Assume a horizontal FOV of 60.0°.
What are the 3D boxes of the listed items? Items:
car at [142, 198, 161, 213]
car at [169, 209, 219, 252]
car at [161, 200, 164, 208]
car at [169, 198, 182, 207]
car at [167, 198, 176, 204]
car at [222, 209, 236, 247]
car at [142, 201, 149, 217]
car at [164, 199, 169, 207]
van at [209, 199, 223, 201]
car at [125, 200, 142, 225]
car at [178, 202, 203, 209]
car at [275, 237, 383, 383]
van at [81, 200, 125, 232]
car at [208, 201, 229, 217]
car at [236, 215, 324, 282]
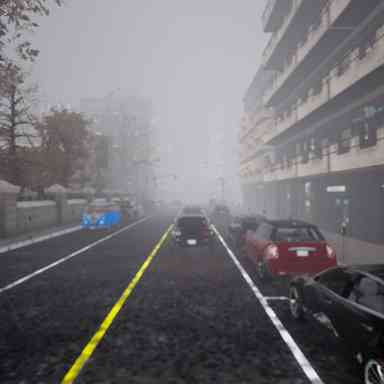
[{"bbox_3d":[-5.680,1.732,43.256,2.192,1.841,5.009,0,-1,0],"label":"car"},{"bbox_3d":[0.011,1.664,14.385,1.812,1.442,4.674,0,0,0],"label":"car"},{"bbox_3d":[-5.676,2.037,48.789,1.947,1.339,4.313,0,-1,0],"label":"car"},{"bbox_3d":[-2.981,2.199,65.213,1.994,1.385,4.181,0,-1,0],"label":"car"},{"bbox_3d":[-5.662,2.343,92.269,1.967,1.590,4.097,0,-1,0],"label":"car"},{"bbox_3d":[2.692,1.716,15.576,1.947,1.339,4.313,0,-1,0],"label":"car"},{"bbox_3d":[-5.682,1.860,32.183,2.008,1.369,4.403,0,-1,0],"label":"car"},{"bbox_3d":[-5.672,2.163,59.858,1.802,1.307,4.206,0,-1,0],"label":"car"},{"bbox_3d":[2.699,1.705,37.718,1.690,1.788,3.998,0,-1,0],"label":"van"},{"bbox_3d":[-5.686,1.571,26.651,2.192,1.841,5.009,0,-1,0],"label":"car"},{"bbox_3d":[0.014,1.846,29.293,1.994,1.385,4.181,0,-1,0],"label":"car"},{"bbox_3d":[2.688,1.610,4.507,1.947,1.339,4.313,0,-1,0],"label":"car"},{"bbox_3d":[-5.688,1.544,21.115,1.690,1.788,3.998,0,-1,0],"label":"van"},{"bbox_3d":[2.698,1.876,32.181,1.947,1.339,4.313,0,-1,0],"label":"car"},{"bbox_3d":[2.689,1.537,10.042,1.967,1.590,4.097,0,-1,0],"label":"car"}]
